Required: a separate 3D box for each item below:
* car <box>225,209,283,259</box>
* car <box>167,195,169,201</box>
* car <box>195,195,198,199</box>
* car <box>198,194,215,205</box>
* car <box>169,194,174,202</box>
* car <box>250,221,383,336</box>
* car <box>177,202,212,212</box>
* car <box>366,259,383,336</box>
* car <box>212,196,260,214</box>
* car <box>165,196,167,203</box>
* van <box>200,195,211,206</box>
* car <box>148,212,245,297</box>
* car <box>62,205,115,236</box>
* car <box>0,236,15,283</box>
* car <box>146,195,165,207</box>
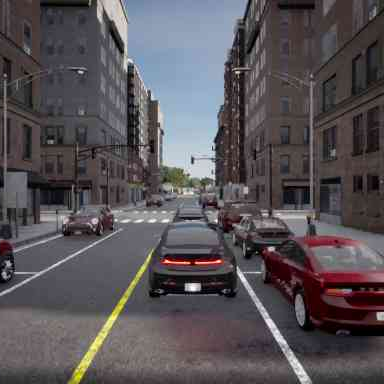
[{"bbox_3d":[2.556,1.551,12.411,2.008,1.369,4.403,0,0,0],"label":"car"},{"bbox_3d":[-5.832,1.548,61.603,2.008,1.369,4.403,0,0,0],"label":"car"},{"bbox_3d":[2.270,1.313,61.660,2.192,1.841,5.009,0,0,0],"label":"car"},{"bbox_3d":[2.396,1.314,45.149,2.192,1.841,5.009,0,0,0],"label":"car"},{"bbox_3d":[-5.938,1.541,78.114,1.887,1.381,4.507,0,0,0],"label":"car"},{"bbox_3d":[2.595,1.545,6.729,1.887,1.381,4.507,0,0,0],"label":"car"},{"bbox_3d":[-0.059,1.505,17.966,1.837,1.490,4.892,0,0,0],"label":"car"},{"bbox_3d":[2.634,1.440,1.047,1.967,1.590,4.097,0,0,0],"label":"car"},{"bbox_3d":[2.517,1.315,18.093,2.192,1.841,5.009,0,0,0],"label":"car"},{"bbox_3d":[-5.796,1.564,56.099,1.947,1.339,4.313,0,0,0],"label":"car"},{"bbox_3d":[2.312,1.339,56.156,1.690,1.788,3.998,0,0,0],"label":"van"},{"bbox_3d":[0.014,1.505,8.549,1.837,1.490,4.892,0,0,0],"label":"car"},{"bbox_3d":[-5.508,1.440,18.037,1.967,1.590,4.097,0,0,0],"label":"car"},{"bbox_3d":[-5.430,1.440,6.673,1.967,1.590,4.097,0,0,0],"label":"car"},{"bbox_3d":[-5.761,1.314,50.596,2.192,1.841,5.009,0,0,0],"label":"car"}]
